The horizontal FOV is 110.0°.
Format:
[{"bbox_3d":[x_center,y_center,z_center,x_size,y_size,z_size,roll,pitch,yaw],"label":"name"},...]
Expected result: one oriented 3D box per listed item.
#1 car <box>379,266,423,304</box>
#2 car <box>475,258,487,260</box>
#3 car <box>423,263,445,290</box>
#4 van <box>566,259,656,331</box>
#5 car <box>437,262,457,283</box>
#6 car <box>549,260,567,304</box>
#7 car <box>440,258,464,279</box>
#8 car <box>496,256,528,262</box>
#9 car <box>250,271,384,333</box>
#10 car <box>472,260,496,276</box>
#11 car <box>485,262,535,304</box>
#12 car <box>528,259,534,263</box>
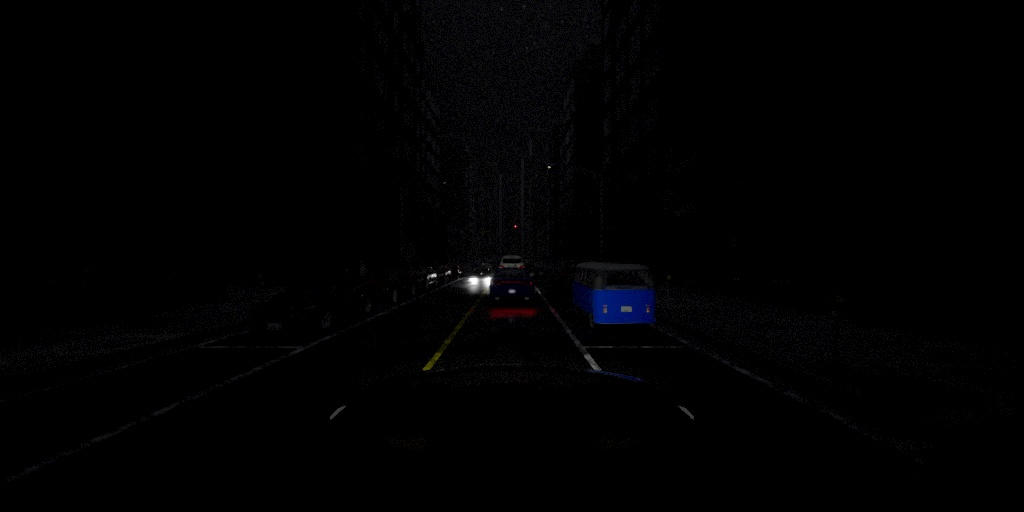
[{"bbox_3d":[-5.668,1.293,16.328,1.888,1.381,4.507,0,0,0],"label":"car"},{"bbox_3d":[-5.668,1.369,60.076,1.802,1.307,4.207,0,0,0],"label":"car"},{"bbox_3d":[-5.668,1.300,21.911,2.007,1.370,4.403,0,0,0],"label":"car"},{"bbox_3d":[2.857,1.088,10.766,1.690,1.789,3.998,0,0,0],"label":"van"},{"bbox_3d":[-5.668,1.335,27.494,1.802,1.307,4.207,0,0,0],"label":"car"},{"bbox_3d":[2.857,1.063,16.351,2.192,1.841,5.009,0,0,0],"label":"car"},{"bbox_3d":[-5.668,1.071,33.076,2.192,1.841,5.009,0,0,0],"label":"car"},{"bbox_3d":[0.001,1.014,31.532,2.150,2.045,5.566,0,0,0],"label":"car"},{"bbox_3d":[-5.668,1.313,10.745,1.948,1.339,4.313,0,0,0],"label":"car"},{"bbox_3d":[-3.000,1.416,37.473,1.895,1.301,4.718,0,0,0],"label":"car"},{"bbox_3d":[0.000,1.234,16.501,1.882,1.535,5.008,0,0,0],"label":"car"},{"bbox_3d":[2.857,1.369,60.103,1.802,1.307,4.207,0,0,0],"label":"car"}]
